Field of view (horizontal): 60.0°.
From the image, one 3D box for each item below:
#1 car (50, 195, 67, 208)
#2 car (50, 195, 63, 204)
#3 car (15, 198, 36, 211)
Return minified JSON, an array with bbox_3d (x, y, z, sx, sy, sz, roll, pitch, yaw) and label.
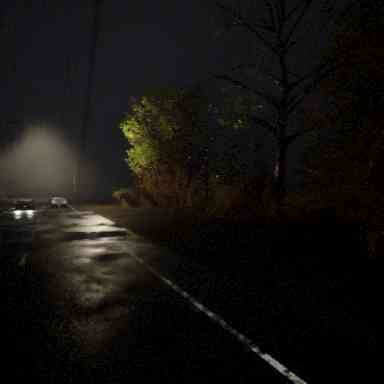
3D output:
[{"bbox_3d":[-17.888,1.457,44.694,1.895,1.301,4.718,0,0,-23],"label":"car"},{"bbox_3d":[-25.062,1.293,61.405,2.128,1.511,4.902,0,0,-23],"label":"car"},{"bbox_3d":[-19.499,1.426,39.106,1.994,1.385,4.181,0,0,-23],"label":"car"}]
